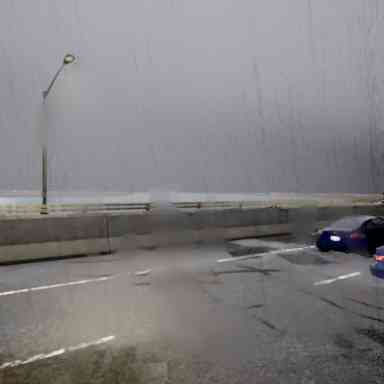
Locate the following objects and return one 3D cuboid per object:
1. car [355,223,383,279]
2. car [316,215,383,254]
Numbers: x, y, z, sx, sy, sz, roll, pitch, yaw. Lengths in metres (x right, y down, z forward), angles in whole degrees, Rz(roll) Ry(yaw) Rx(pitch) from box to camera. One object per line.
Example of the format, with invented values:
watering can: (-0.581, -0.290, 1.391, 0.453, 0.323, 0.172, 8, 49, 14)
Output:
car: (6.731, 1.580, 8.609, 5.357, 1.411, 2.033, 0, 0, -35)
car: (6.690, 1.605, 12.837, 4.181, 1.385, 1.994, 0, 0, -35)
